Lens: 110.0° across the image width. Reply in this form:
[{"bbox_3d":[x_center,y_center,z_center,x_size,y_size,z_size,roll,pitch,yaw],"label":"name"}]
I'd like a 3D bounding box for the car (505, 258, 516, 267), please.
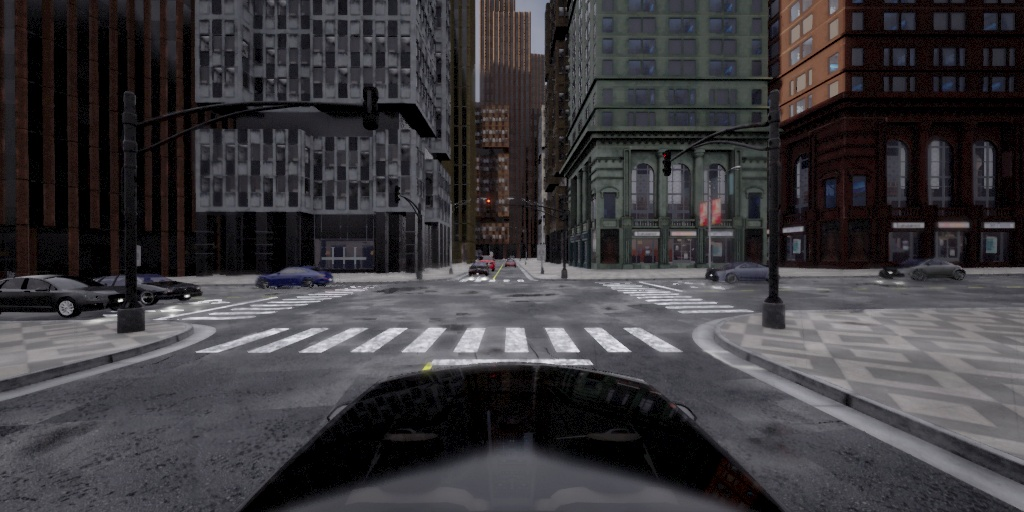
[{"bbox_3d":[-0.263,1.242,63.833,1.994,1.385,4.181,0,0,0],"label":"car"}]

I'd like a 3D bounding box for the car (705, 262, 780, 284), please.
[{"bbox_3d":[15.195,1.066,23.747,4.181,1.385,1.994,-1,0,0],"label":"car"}]

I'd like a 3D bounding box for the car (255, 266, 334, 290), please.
[{"bbox_3d":[-14.279,1.420,23.673,4.674,1.442,1.812,-1,0,0],"label":"car"}]

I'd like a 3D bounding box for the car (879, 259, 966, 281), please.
[{"bbox_3d":[27.100,0.913,23.777,4.181,1.385,1.994,-1,0,0],"label":"car"}]

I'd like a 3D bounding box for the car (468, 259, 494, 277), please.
[{"bbox_3d":[-3.229,1.276,36.183,2.033,1.411,5.357,0,0,0],"label":"car"}]

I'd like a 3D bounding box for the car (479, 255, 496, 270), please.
[{"bbox_3d":[-3.322,0.934,46.863,2.150,2.045,5.566,0,0,-1],"label":"car"}]

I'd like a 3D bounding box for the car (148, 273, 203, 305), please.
[{"bbox_3d":[-17.860,1.523,17.017,5.357,1.411,2.033,-1,0,5],"label":"car"}]

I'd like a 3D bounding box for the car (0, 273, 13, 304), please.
[{"bbox_3d":[-27.346,1.609,16.938,4.892,1.490,1.837,-1,0,0],"label":"car"}]

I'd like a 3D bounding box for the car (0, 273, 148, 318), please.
[{"bbox_3d":[-17.418,1.492,13.711,4.892,1.490,1.837,-1,0,0],"label":"car"}]
